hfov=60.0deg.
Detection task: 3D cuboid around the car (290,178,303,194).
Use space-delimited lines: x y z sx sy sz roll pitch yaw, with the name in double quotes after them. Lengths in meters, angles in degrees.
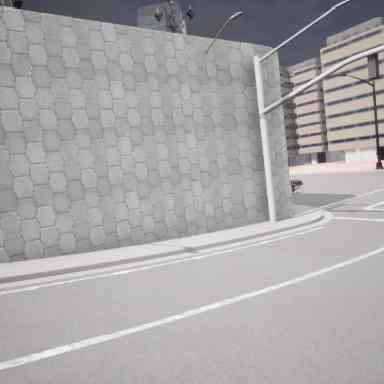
6.734 -0.375 28.696 1.895 1.301 4.718 -10 6 -35 "car"
